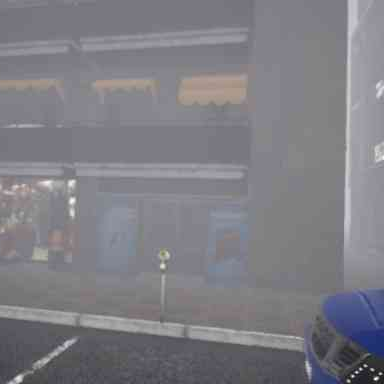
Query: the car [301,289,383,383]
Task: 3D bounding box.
[{"bbox_3d":[3.888,1.481,2.824,5.566,2.045,2.150,2,-2,11],"label":"car"}]
